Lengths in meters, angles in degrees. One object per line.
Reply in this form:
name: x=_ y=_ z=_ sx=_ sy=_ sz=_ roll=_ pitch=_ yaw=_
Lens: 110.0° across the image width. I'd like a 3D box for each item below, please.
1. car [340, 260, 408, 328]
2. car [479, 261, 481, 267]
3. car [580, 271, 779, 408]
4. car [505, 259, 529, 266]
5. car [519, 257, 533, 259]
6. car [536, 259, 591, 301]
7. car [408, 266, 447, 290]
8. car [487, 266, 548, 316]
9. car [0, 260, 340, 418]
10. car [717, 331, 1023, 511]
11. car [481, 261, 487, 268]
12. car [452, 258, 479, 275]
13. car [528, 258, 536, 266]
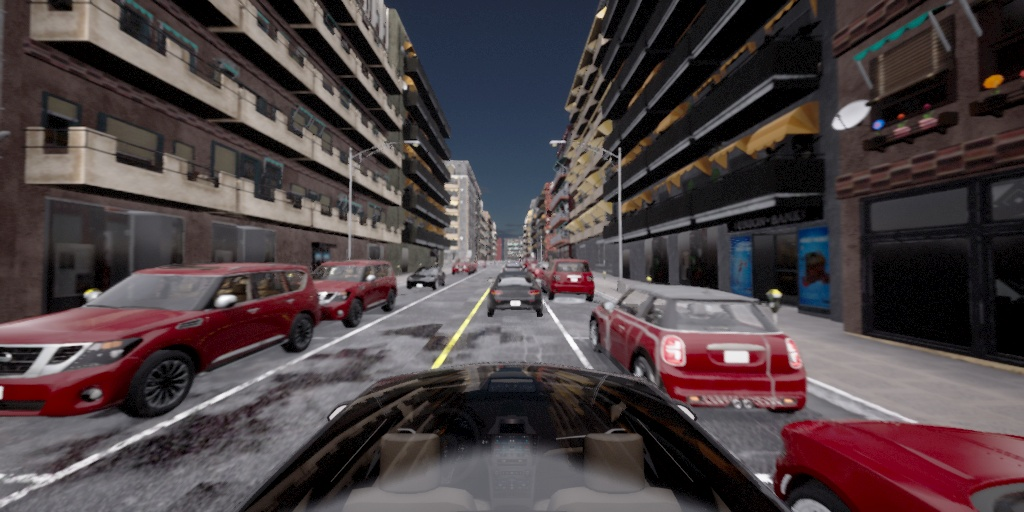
car: x=-5.309 y=1.066 z=11.678 sx=2.192 sy=1.841 sz=5.009 roll=0 pitch=0 yaw=0
car: x=-5.292 y=1.337 z=44.861 sx=1.888 sy=1.381 sz=4.507 roll=0 pitch=0 yaw=0
car: x=2.578 y=1.189 z=6.084 sx=1.967 sy=1.591 sz=4.097 roll=0 pitch=0 yaw=0
car: x=0.116 y=1.257 z=30.845 sx=2.128 sy=1.511 sz=4.902 roll=0 pitch=0 yaw=0
car: x=2.559 y=1.119 z=50.332 sx=2.192 sy=1.841 sz=5.009 roll=0 pitch=0 yaw=0
car: x=2.542 y=1.067 z=17.145 sx=2.192 sy=1.841 sz=5.009 roll=0 pitch=0 yaw=0
car: x=-5.303 y=1.322 z=22.741 sx=1.948 sy=1.339 sz=4.313 roll=0 pitch=0 yaw=0
car: x=0.106 y=1.276 z=13.214 sx=1.812 sy=1.442 sz=4.674 roll=0 pitch=0 yaw=0
car: x=-5.312 y=1.065 z=6.149 sx=2.192 sy=1.841 sz=5.009 roll=0 pitch=0 yaw=0
car: x=2.568 y=1.295 z=0.552 sx=1.888 sy=1.381 sz=4.507 roll=0 pitch=0 yaw=0
car: x=-5.284 y=1.420 z=61.454 sx=1.802 sy=1.307 sz=4.207 roll=0 pitch=0 yaw=0
car: x=-5.295 y=1.095 z=39.329 sx=2.192 sy=1.841 sz=5.009 roll=0 pitch=0 yaw=0
car: x=2.548 y=1.202 z=28.208 sx=1.967 sy=1.591 sz=4.097 roll=0 pitch=0 yaw=0
